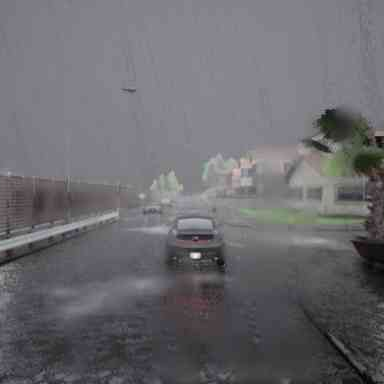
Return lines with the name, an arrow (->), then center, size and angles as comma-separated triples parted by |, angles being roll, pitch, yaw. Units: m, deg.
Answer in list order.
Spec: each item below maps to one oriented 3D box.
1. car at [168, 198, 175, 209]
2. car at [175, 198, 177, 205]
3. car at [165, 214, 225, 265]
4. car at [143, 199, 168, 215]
car -> -4.068, 1.805, 51.951 | 1.812, 1.442, 4.674 | 0, 0, 0
car -> -4.010, 1.935, 69.106 | 2.033, 1.411, 5.357 | 0, 0, 0
car -> 0.097, 1.572, 12.005 | 1.837, 1.490, 4.892 | 0, 0, 0
car -> -4.095, 1.759, 36.162 | 1.994, 1.385, 4.181 | 0, 0, 0
